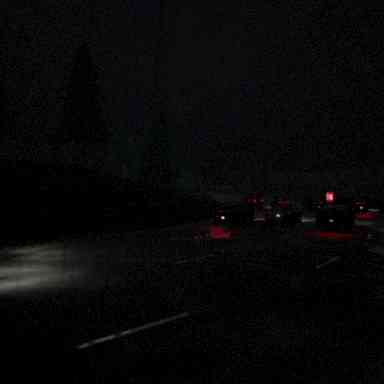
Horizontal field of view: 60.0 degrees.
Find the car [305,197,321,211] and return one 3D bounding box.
[{"bbox_3d":[14.297,1.399,39.352,1.837,1.490,4.892,0,0,6],"label":"car"}]

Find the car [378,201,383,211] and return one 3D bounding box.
[{"bbox_3d":[21.049,1.408,34.645,1.994,1.385,4.181,0,0,9],"label":"car"}]

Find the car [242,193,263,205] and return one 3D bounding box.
[{"bbox_3d":[7.632,1.164,42.319,2.150,2.045,5.566,0,0,3],"label":"car"}]

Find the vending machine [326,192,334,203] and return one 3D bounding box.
[{"bbox_3d":[26.627,0.997,64.075,1.100,2.100,0.880,0,0,2],"label":"vending machine"}]

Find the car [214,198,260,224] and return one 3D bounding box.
[{"bbox_3d":[3.236,1.481,24.546,1.837,1.490,4.892,0,0,28],"label":"car"}]

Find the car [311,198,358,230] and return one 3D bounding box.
[{"bbox_3d":[8.918,1.413,20.550,1.882,1.535,5.008,0,0,29],"label":"car"}]

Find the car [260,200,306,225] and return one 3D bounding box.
[{"bbox_3d":[6.588,1.516,23.692,1.994,1.385,4.181,0,0,27],"label":"car"}]

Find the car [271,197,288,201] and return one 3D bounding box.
[{"bbox_3d":[10.987,1.410,41.332,2.128,1.511,4.902,0,0,5],"label":"car"}]

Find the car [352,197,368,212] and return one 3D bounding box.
[{"bbox_3d":[17.801,1.373,36.802,1.837,1.490,4.892,0,0,6],"label":"car"}]
